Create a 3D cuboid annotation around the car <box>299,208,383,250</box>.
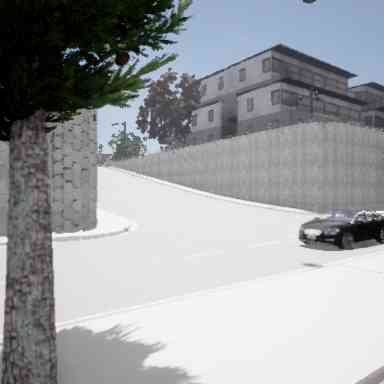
[{"bbox_3d":[6.580,1.462,14.177,4.902,1.511,2.128,0,1,-35],"label":"car"}]
